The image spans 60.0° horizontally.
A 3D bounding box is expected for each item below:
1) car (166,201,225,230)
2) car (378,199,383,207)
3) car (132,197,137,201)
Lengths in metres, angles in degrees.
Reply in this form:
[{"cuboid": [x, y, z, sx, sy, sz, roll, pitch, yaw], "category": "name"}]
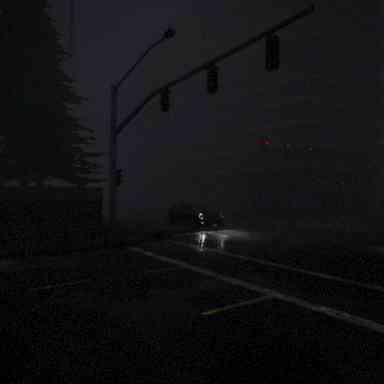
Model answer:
[{"cuboid": [0.142, 1.484, 22.307, 2.097, 1.767, 4.553, 0, 0, -35], "category": "car"}, {"cuboid": [35.131, 1.865, 58.704, 1.882, 1.535, 5.008, 1, 0, -7], "category": "car"}, {"cuboid": [-14.337, 1.851, 91.766, 5.357, 1.411, 2.033, 0, 0, -35], "category": "car"}]
